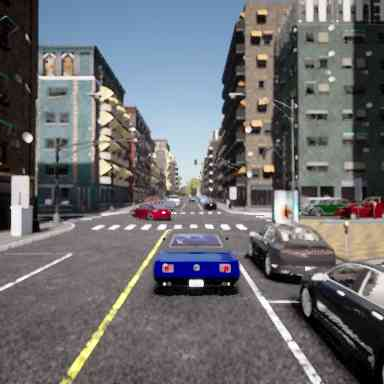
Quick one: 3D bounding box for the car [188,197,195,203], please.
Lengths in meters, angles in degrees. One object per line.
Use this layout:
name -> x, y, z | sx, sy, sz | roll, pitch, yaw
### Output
car -> -0.044, 2.062, 87.723 | 1.812, 1.442, 4.674 | 0, 0, 0

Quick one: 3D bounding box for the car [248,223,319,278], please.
car -> 2.825, 1.612, 10.107 | 2.008, 1.369, 4.403 | 1, 0, 0

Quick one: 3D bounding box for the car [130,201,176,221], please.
car -> -3.687, 1.726, 29.014 | 1.994, 1.385, 4.181 | 1, -2, -42

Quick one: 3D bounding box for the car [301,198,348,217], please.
car -> 13.318, 1.458, 32.547 | 4.553, 1.767, 2.097 | 0, -1, 0

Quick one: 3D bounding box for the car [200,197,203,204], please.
car -> 2.674, 1.910, 53.870 | 1.802, 1.307, 4.206 | 1, 0, 0

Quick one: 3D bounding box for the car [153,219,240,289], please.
car -> 0.095, 1.658, 9.285 | 1.895, 1.301, 4.718 | 0, 0, 0

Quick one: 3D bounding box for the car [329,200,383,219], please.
car -> 13.690, 1.566, 26.745 | 4.206, 1.307, 1.802 | 0, -1, 0

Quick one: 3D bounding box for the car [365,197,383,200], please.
car -> 19.273, 1.428, 35.091 | 5.009, 1.841, 2.192 | 0, -1, 0

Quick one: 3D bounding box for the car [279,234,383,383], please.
car -> 2.828, 1.579, 4.538 | 2.008, 1.369, 4.403 | 1, 0, 0

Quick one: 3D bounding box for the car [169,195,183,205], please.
car -> -3.106, 1.565, 56.270 | 2.150, 2.045, 5.566 | 0, 0, 0

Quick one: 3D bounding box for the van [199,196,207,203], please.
van -> 2.665, 1.807, 76.157 | 1.690, 1.788, 3.998 | 1, 0, 0

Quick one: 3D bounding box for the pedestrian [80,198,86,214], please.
pedestrian -> -12.548, 1.566, 38.258 | 0.375, 1.860, 0.375 | 0, -1, 0

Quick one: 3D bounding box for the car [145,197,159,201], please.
car -> -5.700, 1.610, 48.337 | 2.192, 1.841, 5.009 | 1, 0, 0

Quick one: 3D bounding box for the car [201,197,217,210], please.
car -> 2.676, 1.860, 48.299 | 1.947, 1.339, 4.313 | 1, 0, 0

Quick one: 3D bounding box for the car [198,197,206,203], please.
car -> 2.657, 2.080, 87.296 | 1.887, 1.381, 4.507 | 1, 0, 0

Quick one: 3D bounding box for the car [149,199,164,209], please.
car -> -5.706, 1.873, 53.907 | 1.887, 1.381, 4.507 | 1, 0, 0

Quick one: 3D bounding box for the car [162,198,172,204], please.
car -> -5.717, 2.032, 76.190 | 1.947, 1.339, 4.313 | 1, 0, 0

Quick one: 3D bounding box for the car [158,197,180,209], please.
car -> -3.125, 1.829, 46.267 | 2.033, 1.411, 5.357 | 0, 0, 0

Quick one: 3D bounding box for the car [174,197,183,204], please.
car -> -3.038, 1.969, 76.619 | 1.837, 1.490, 4.892 | 0, 0, 0

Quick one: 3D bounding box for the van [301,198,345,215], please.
van -> 13.746, 1.497, 35.127 | 3.998, 1.788, 1.690 | 0, -1, 0

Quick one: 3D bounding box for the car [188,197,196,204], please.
car -> -0.039, 1.999, 77.340 | 2.128, 1.511, 4.902 | 0, 0, 0
